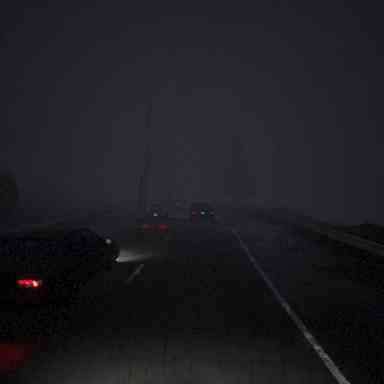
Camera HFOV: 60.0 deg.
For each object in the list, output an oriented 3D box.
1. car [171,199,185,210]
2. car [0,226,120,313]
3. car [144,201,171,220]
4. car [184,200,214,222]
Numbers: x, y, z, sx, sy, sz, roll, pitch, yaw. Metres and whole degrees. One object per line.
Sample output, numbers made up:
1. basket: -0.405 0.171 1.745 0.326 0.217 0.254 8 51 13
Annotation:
1. car: -1.631 1.573 42.774 1.895 1.301 4.718 0 0 -13
2. car: -3.222 1.539 7.950 2.033 1.411 5.357 0 0 2
3. car: -2.931 1.506 27.669 1.812 1.442 4.674 0 0 -3
4. car: 0.672 1.532 26.294 2.033 1.411 5.357 0 0 -2
